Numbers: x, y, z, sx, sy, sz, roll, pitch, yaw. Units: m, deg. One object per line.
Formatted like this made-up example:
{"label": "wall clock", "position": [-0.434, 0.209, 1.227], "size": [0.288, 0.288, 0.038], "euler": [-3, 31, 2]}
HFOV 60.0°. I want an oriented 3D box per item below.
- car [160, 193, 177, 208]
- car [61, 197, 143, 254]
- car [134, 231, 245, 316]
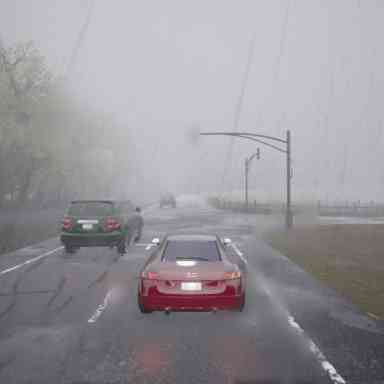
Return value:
{"label": "car", "position": [-3.465, 1.228, 49.052], "size": [2.150, 2.045, 5.566], "euler": [0, 0, 0]}
{"label": "car", "position": [-3.417, 1.225, 13.563], "size": [2.150, 2.045, 5.566], "euler": [0, 0, 0]}
{"label": "car", "position": [-0.007, 1.566, 7.640], "size": [1.994, 1.385, 4.181], "euler": [0, 0, 0]}
